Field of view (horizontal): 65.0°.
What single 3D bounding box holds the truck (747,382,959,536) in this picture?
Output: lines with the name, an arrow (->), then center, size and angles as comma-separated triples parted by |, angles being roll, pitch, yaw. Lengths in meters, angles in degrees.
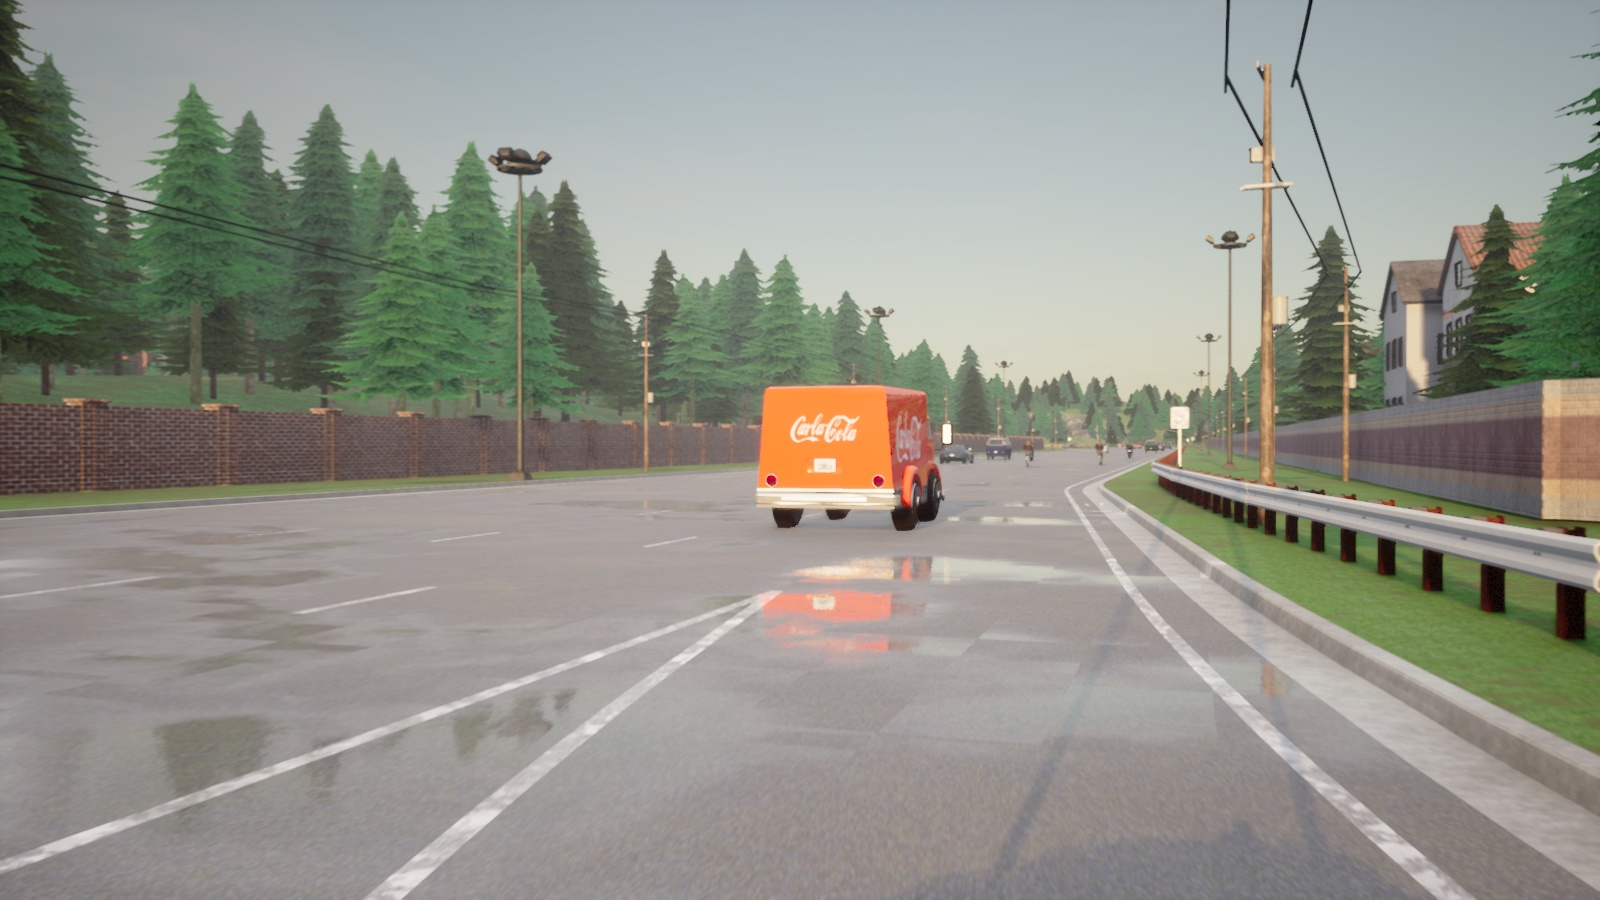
truck -> 1.150, 0.129, 22.977 | 2.627, 2.467, 5.204 | 0, 0, 17

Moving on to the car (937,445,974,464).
car -> 11.296, 0.304, 90.951 | 1.994, 1.385, 4.181 | 0, 0, 17
